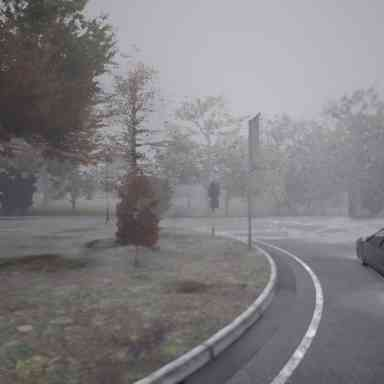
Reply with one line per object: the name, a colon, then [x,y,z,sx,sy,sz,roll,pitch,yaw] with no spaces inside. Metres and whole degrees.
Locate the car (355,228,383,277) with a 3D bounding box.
car: [5.762,1.617,8.672,2.033,1.411,5.357,0,0,15]
